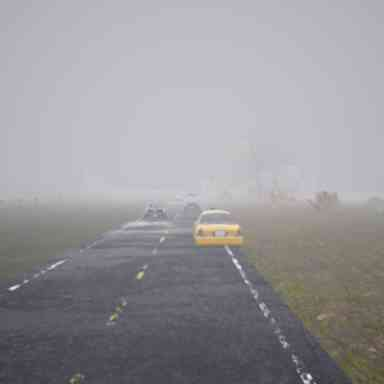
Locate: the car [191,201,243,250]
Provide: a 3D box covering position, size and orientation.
[{"bbox_3d":[0.969,1.401,14.037,1.801,1.575,5.366,0,0,0],"label":"car"}]

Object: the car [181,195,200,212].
[{"bbox_3d":[0.059,1.388,35.941,1.812,1.442,4.674,0,0,0],"label":"car"}]

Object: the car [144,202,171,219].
[{"bbox_3d":[-2.835,1.494,27.649,1.895,1.301,4.718,0,0,0],"label":"car"}]

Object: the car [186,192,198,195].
[{"bbox_3d":[0.024,1.038,48.362,2.150,2.045,5.566,0,0,0],"label":"car"}]

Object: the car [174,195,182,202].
[{"bbox_3d":[-2.719,1.301,68.730,2.033,1.411,5.357,0,0,0],"label":"car"}]
